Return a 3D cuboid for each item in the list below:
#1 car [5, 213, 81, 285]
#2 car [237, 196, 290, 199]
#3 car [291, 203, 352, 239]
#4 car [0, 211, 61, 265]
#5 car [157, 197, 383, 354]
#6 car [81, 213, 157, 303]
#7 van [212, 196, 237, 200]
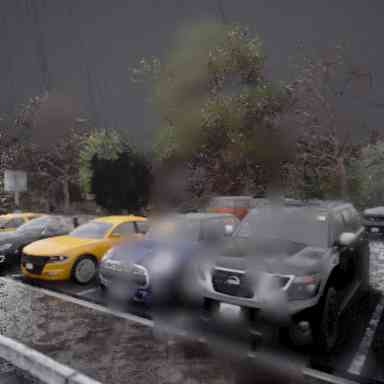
[{"bbox_3d":[-2.412,1.491,9.945,2.097,1.535,5.008,0,0,35],"label":"car"},{"bbox_3d":[5.319,1.237,20.525,2.435,2.045,5.566,0,0,35],"label":"car"},{"bbox_3d":[7.460,1.480,18.755,1.946,1.575,5.366,0,0,35],"label":"car"},{"bbox_3d":[-4.678,1.507,11.542,2.231,1.521,4.892,0,0,35],"label":"car"},{"bbox_3d":[2.103,1.232,6.719,2.435,2.045,5.566,0,0,35],"label":"car"},{"bbox_3d":[-0.128,1.359,8.365,2.185,1.767,4.553,0,0,35],"label":"car"},{"bbox_3d":[3.007,1.279,22.264,1.878,1.987,4.442,0,0,35],"label":"van"}]
